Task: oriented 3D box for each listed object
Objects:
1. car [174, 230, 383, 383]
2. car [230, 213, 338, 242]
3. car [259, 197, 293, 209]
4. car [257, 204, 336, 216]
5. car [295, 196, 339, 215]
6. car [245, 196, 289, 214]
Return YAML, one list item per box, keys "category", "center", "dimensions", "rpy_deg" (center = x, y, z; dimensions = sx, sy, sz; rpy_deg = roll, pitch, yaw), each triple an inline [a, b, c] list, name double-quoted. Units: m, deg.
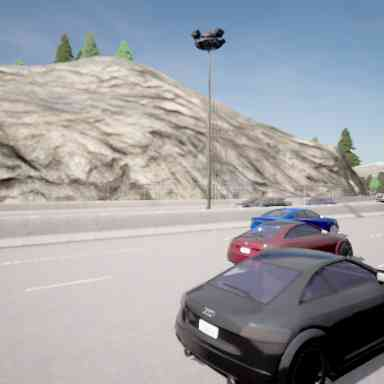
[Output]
- category: "car"
  center: [1.823, 1.564, 5.048]
  dimensions: [4.181, 1.385, 1.994]
  rpy_deg: [0, 0, -36]
- category: "car"
  center: [3.090, 1.563, 10.249]
  dimensions: [4.181, 1.385, 1.994]
  rpy_deg: [0, 0, -36]
- category: "car"
  center: [11.928, 1.474, 46.930]
  dimensions: [5.008, 1.535, 1.882]
  rpy_deg: [0, 0, -36]
- category: "car"
  center: [4.986, 1.476, 15.904]
  dimensions: [5.008, 1.535, 1.882]
  rpy_deg: [0, 0, -36]
- category: "car"
  center: [13.128, 1.349, 34.862]
  dimensions: [4.553, 1.767, 2.097]
  rpy_deg: [0, 0, -36]
- category: "car"
  center: [8.012, 1.349, 35.503]
  dimensions: [4.553, 1.767, 2.097]
  rpy_deg: [0, 0, -36]
